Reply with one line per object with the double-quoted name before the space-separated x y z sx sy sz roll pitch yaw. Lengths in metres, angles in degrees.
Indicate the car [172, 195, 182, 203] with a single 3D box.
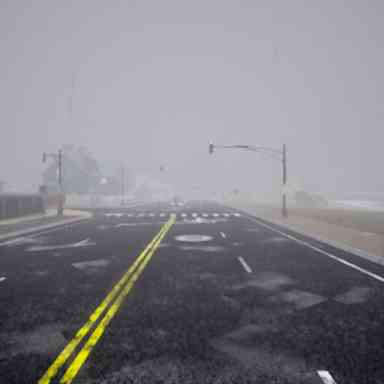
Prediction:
"car" -3.244 1.472 70.948 1.882 1.535 5.008 0 0 0
